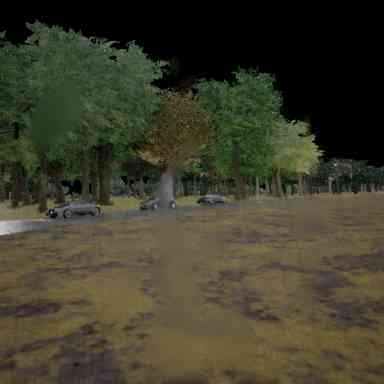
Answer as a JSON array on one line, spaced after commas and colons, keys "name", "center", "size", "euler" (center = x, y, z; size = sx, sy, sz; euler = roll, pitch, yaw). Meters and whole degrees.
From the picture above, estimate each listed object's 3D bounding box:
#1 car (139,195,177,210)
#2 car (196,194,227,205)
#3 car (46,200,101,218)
[{"name": "car", "center": [-3.519, 1.107, 35.185], "size": [1.837, 1.490, 4.892], "euler": [-3, -1, 36]}, {"name": "car", "center": [2.709, 0.987, 43.983], "size": [2.033, 1.411, 5.357], "euler": [-3, -1, 35]}, {"name": "car", "center": [-9.466, 1.330, 26.745], "size": [1.994, 1.385, 4.181], "euler": [-3, -1, 36]}]
